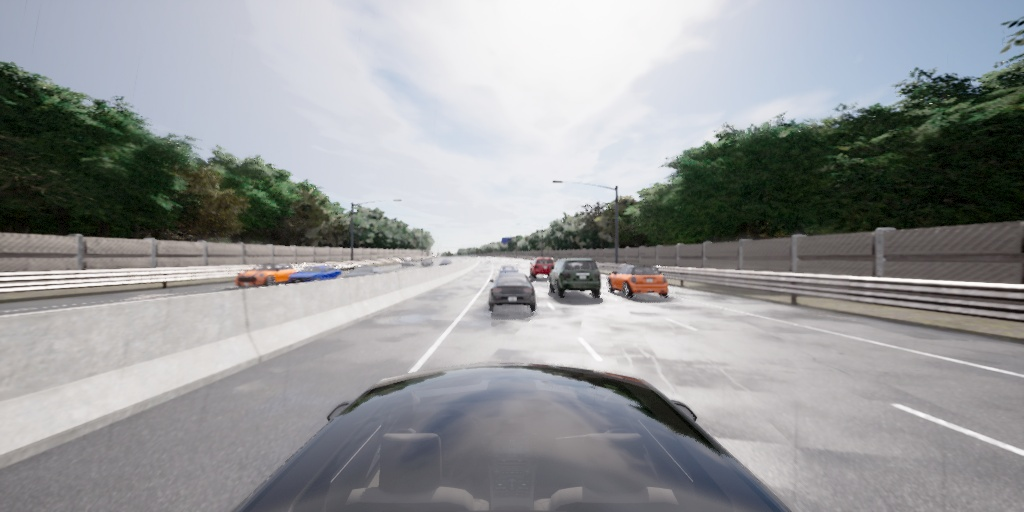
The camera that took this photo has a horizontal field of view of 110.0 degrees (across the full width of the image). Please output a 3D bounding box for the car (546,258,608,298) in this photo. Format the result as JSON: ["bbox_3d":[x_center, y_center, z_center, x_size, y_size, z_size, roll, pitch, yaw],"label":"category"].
[{"bbox_3d":[3.436,1.154,20.275,2.150,2.045,5.566,0,0,-1],"label":"car"}]

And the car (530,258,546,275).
[{"bbox_3d":[3.065,1.209,36.595,2.150,2.045,5.566,0,0,-2],"label":"car"}]

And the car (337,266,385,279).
[{"bbox_3d":[-10.888,1.486,26.719,1.812,1.442,4.674,0,0,-1],"label":"car"}]

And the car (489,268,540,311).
[{"bbox_3d":[0.000,1.422,15.305,1.812,1.442,4.674,0,0,-1],"label":"car"}]

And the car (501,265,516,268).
[{"bbox_3d":[-0.309,1.527,31.999,2.033,1.411,5.357,0,0,-1],"label":"car"}]

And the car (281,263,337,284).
[{"bbox_3d":[-14.384,1.436,26.496,1.882,1.535,5.008,0,0,-1],"label":"car"}]

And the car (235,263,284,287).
[{"bbox_3d":[-17.882,1.308,26.336,2.097,1.767,4.553,0,0,-1],"label":"car"}]

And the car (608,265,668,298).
[{"bbox_3d":[6.931,1.284,20.254,2.097,1.767,4.553,0,0,-1],"label":"car"}]
